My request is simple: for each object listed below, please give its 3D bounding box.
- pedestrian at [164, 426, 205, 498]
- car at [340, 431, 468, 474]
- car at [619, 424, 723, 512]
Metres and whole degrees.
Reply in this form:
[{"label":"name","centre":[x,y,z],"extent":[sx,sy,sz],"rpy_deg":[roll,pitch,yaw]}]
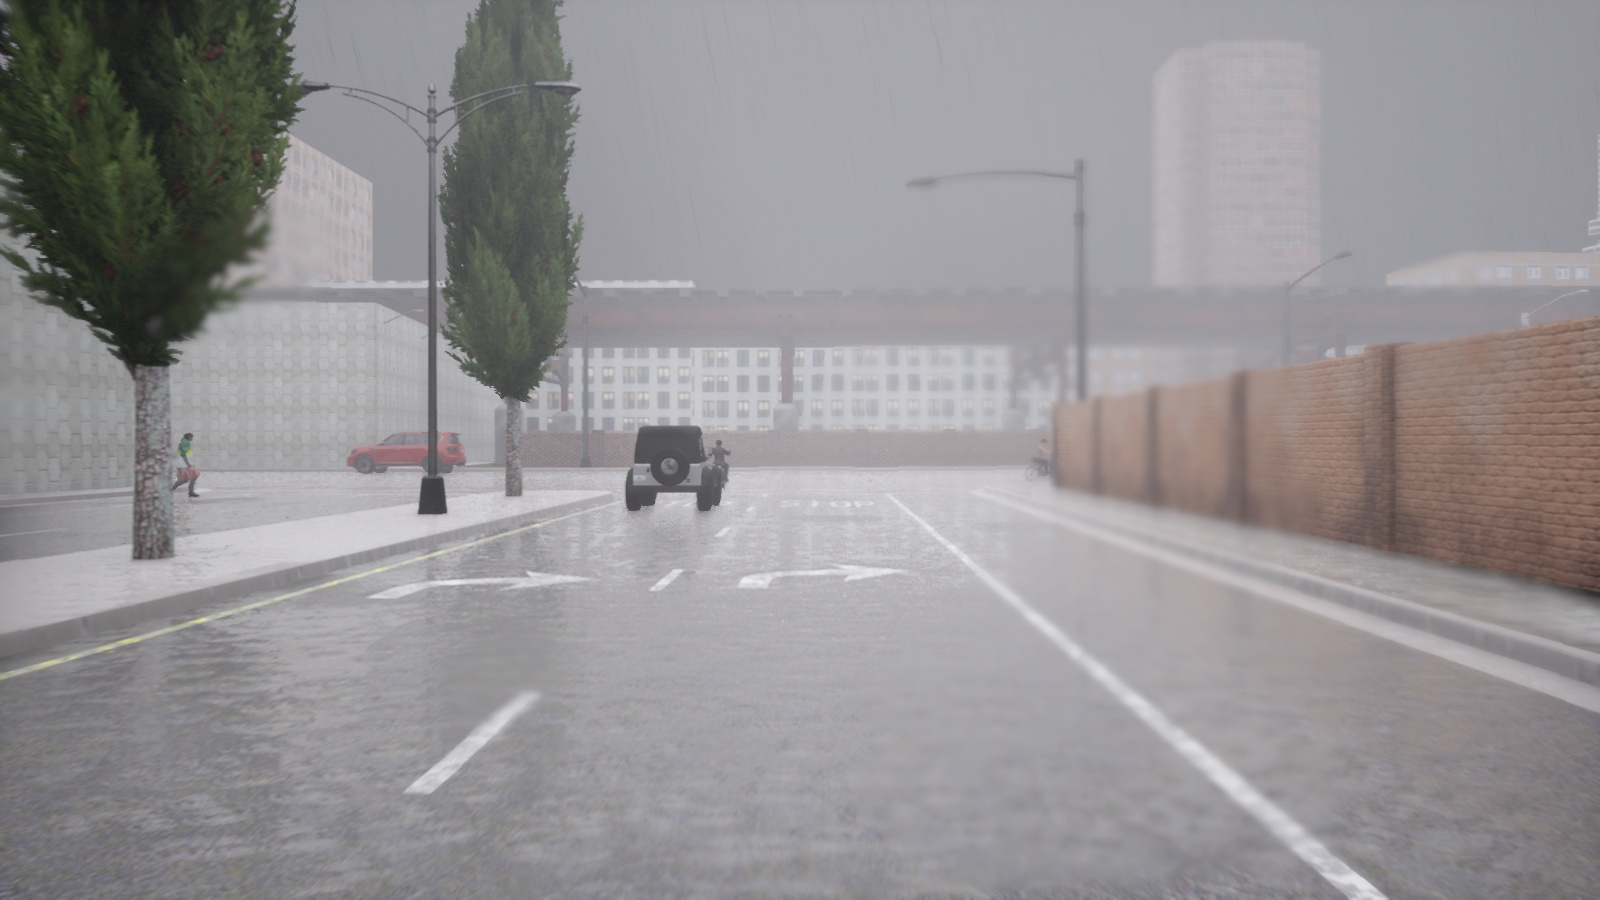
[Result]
[{"label":"pedestrian","centre":[-17.003,0.328,34.688],"extent":[0.873,1.952,0.659],"rpy_deg":[0,0,-11]},{"label":"car","centre":[-19.272,0.108,61.308],"extent":[5.566,2.045,2.150],"rpy_deg":[0,0,2]},{"label":"car","centre":[-2.869,0.381,28.730],"extent":[1.905,1.878,3.866],"rpy_deg":[0,0,1]}]
